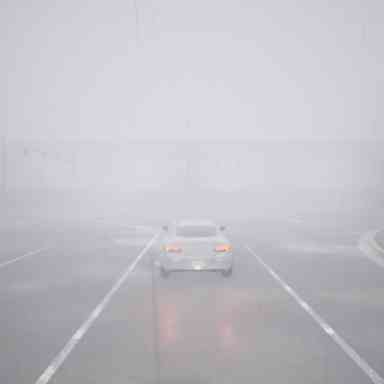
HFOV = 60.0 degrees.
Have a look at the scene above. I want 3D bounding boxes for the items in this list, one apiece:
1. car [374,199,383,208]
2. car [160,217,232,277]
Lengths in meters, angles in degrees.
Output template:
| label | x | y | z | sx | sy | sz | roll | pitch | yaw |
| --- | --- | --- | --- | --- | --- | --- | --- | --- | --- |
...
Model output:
| label | x | y | z | sx | sy | sz | roll | pitch | yaw |
| --- | --- | --- | --- | --- | --- | --- | --- | --- | --- |
| car | 24.371 | 1.118 | 39.546 | 4.902 | 1.511 | 2.128 | -1 | 0 | 2 |
| car | 0.072 | 1.467 | 9.945 | 1.812 | 1.442 | 4.674 | 0 | 0 | -1 |
